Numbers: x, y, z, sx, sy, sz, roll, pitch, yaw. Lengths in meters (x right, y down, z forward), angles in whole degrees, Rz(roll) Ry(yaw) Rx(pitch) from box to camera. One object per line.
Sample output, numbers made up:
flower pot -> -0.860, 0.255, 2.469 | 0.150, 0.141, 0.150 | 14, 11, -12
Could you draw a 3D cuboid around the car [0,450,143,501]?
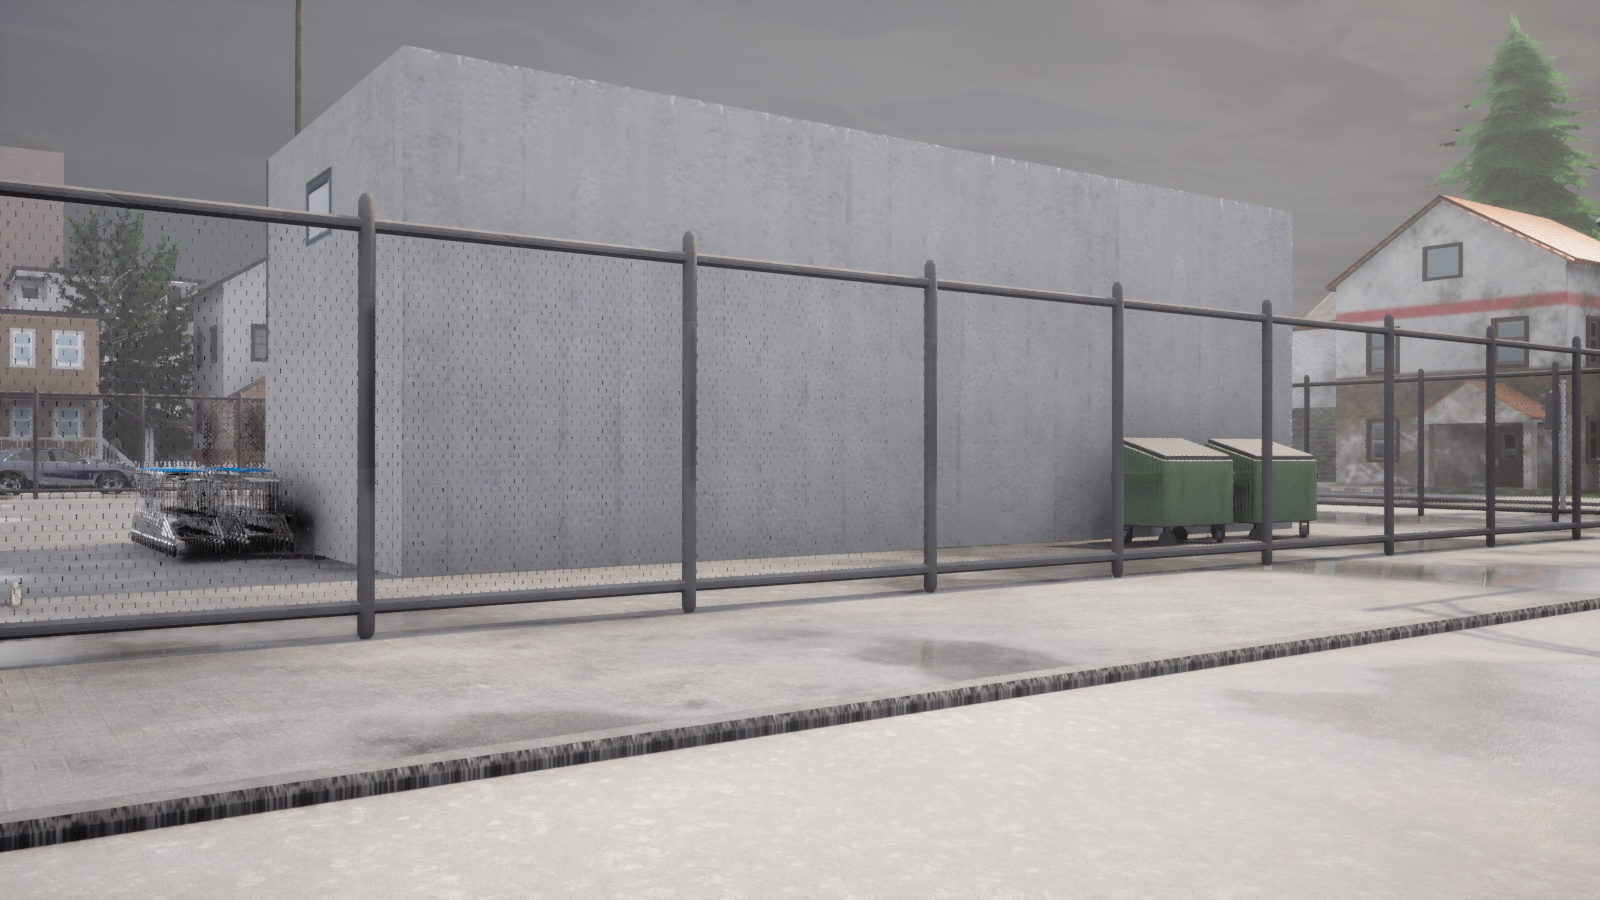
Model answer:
car -> -24.908, 0.831, 42.177 | 4.856, 1.649, 2.033 | 0, 0, -34
